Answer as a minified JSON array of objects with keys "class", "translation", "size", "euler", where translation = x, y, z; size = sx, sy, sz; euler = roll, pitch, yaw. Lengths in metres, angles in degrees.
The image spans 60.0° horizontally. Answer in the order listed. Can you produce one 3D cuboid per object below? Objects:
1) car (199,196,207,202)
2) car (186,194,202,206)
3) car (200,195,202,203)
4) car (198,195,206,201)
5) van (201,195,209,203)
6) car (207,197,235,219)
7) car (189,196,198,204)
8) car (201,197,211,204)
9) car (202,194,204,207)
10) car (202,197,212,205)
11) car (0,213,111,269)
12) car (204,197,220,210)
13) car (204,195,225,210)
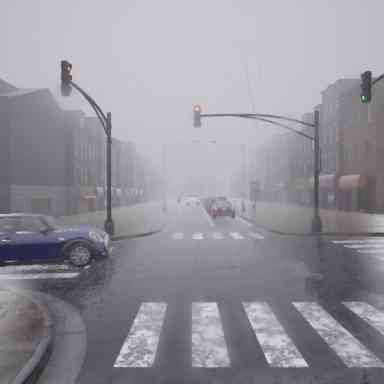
[{"class":"car","translation":[2.797,1.792,83.673],"size":[1.802,1.307,4.206],"euler":[-1,0,0]},{"class":"car","translation":[0.221,1.334,59.447],"size":[2.150,2.045,5.566],"euler":[0,0,-1]},{"class":"car","translation":[2.731,1.525,51.260],"size":[1.967,1.590,4.097],"euler":[-1,0,0]},{"class":"car","translation":[2.817,1.702,94.479],"size":[1.967,1.590,4.097],"euler":[-1,0,0]},{"class":"van","translation":[2.773,1.504,72.870],"size":[1.690,1.788,3.998],"euler":[-1,0,0]},{"class":"car","translation":[2.688,1.470,29.651],"size":[1.967,1.590,4.097],"euler":[-1,0,0]},{"class":"car","translation":[0.239,1.654,69.618],"size":[1.837,1.490,4.892],"euler":[0,0,0]},{"class":"car","translation":[2.765,1.668,67.636],"size":[1.752,1.417,4.829],"euler":[-1,0,0]},{"class":"car","translation":[2.709,1.369,40.456],"size":[2.192,1.841,5.009],"euler":[-1,0,0]},{"class":"car","translation":[2.754,1.647,62.234],"size":[1.752,1.417,4.829],"euler":[-1,0,0]},{"class":"car","translation":[-4.957,1.451,10.672],"size":[4.553,1.767,2.097],"euler":[-2,0,-11]},{"class":"car","translation":[2.721,1.509,45.857],"size":[1.967,1.590,4.097],"euler":[-1,0,0]},{"class":"car","translation":[2.698,1.356,35.053],"size":[2.192,1.841,5.009],"euler":[-1,0,0]}]
